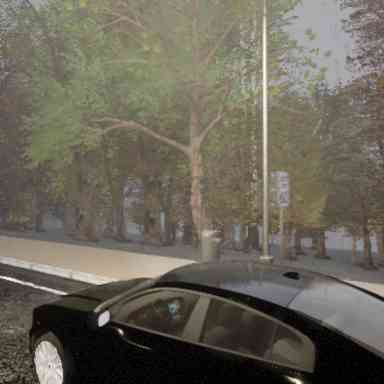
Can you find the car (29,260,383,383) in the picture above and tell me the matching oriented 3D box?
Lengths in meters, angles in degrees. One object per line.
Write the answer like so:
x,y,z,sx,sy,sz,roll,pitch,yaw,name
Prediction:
0.246,1.503,3.509,5.008,1.535,1.882,-1,-1,35,car
